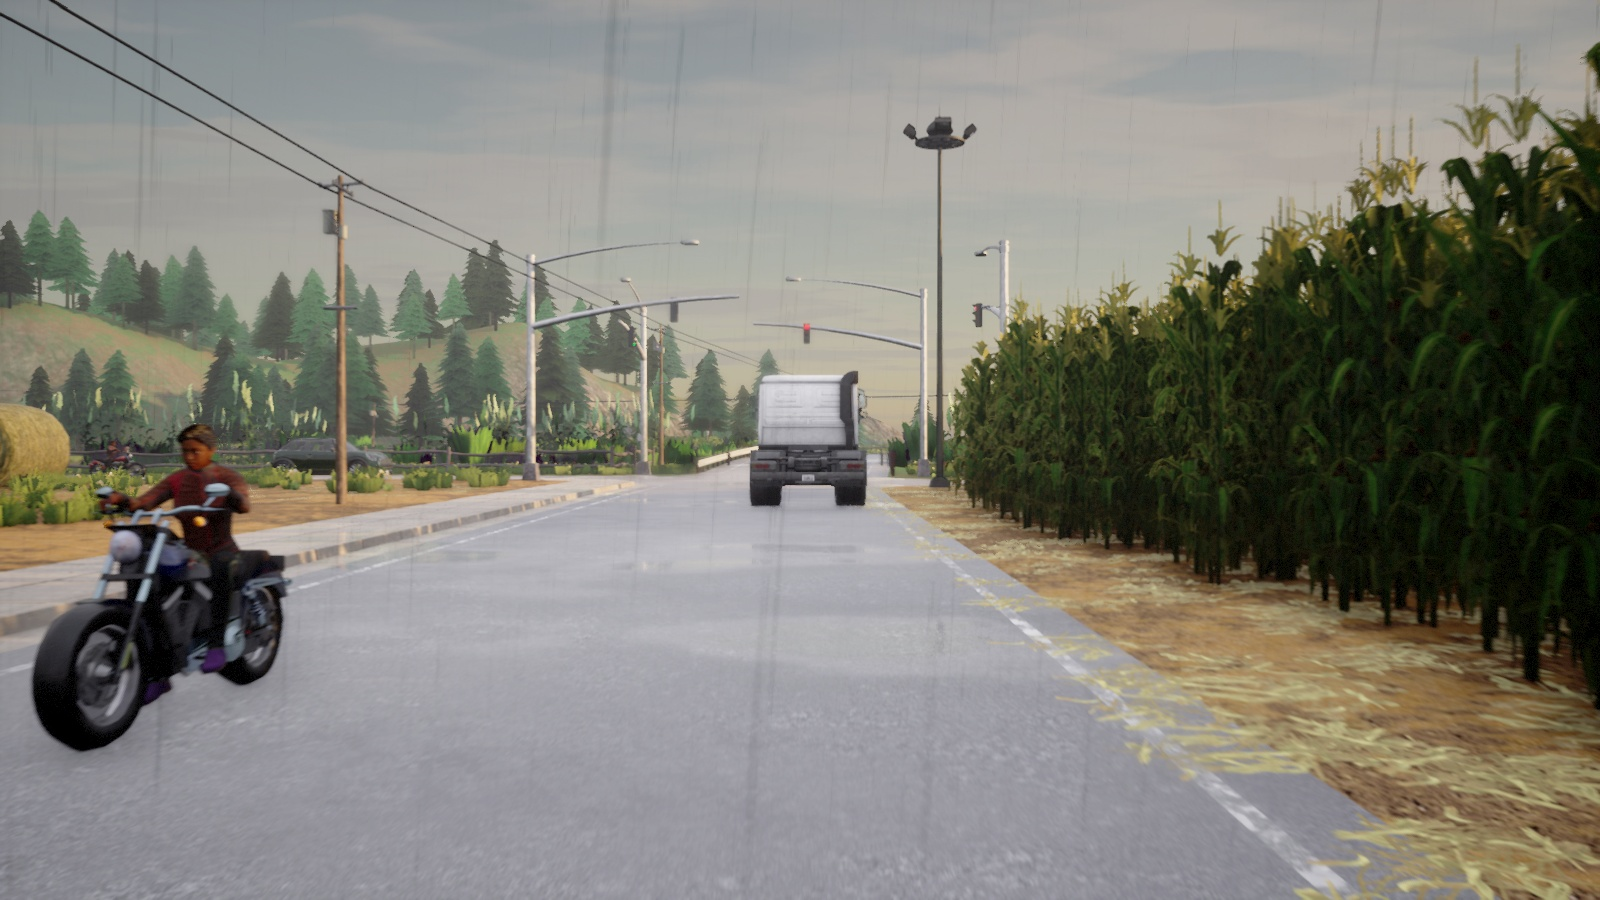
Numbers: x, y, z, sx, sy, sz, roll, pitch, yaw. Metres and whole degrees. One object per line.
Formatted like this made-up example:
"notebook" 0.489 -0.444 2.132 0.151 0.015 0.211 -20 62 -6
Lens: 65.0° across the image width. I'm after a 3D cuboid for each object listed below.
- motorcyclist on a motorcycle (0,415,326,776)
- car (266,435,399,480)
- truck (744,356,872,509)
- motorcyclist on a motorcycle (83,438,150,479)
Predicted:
"motorcyclist on a motorcycle" -3.459 0.655 6.918 0.766 1.649 2.350 0 0 1
"car" -18.748 0.270 50.461 4.553 1.767 2.097 0 0 3
"truck" 0.212 -0.417 32.396 2.891 3.462 7.936 0 0 0
"motorcyclist on a motorcycle" -27.726 0.352 50.978 2.350 1.649 0.766 0 0 3
